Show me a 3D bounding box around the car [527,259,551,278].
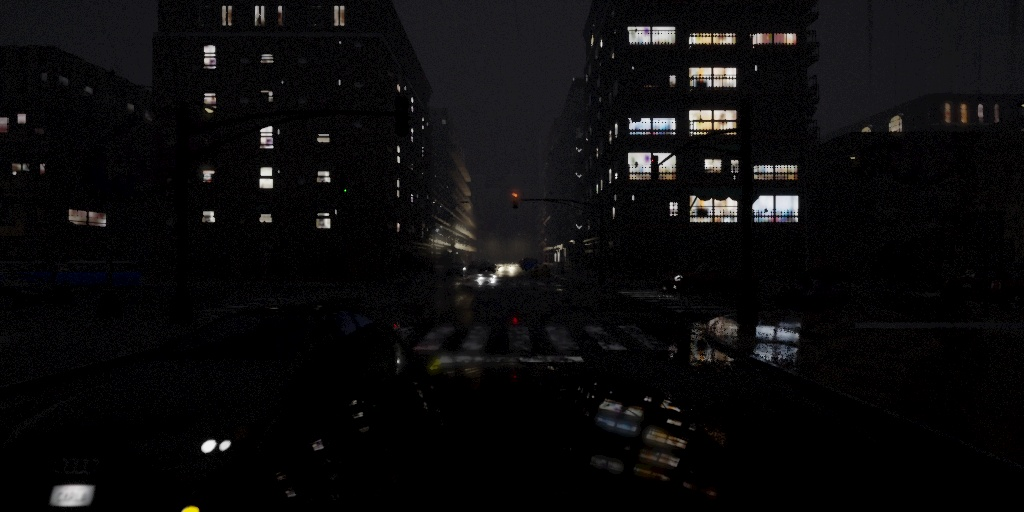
[{"bbox_3d":[2.615,1.287,33.555,1.751,1.417,4.829,0,0,0],"label":"car"}]

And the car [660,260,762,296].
[{"bbox_3d":[10.206,1.101,18.669,4.553,1.767,2.097,0,-1,1],"label":"car"}]

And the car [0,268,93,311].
[{"bbox_3d":[-19.367,1.290,13.628,4.403,1.370,2.007,0,0,1],"label":"car"}]

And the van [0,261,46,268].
[{"bbox_3d":[-30.452,1.200,21.653,3.998,1.789,1.690,0,0,1],"label":"van"}]

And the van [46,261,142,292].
[{"bbox_3d":[-24.858,1.189,21.580,3.998,1.789,1.690,0,0,1],"label":"van"}]

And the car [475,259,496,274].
[{"bbox_3d":[-2.852,1.369,41.523,1.895,1.301,4.718,0,0,0],"label":"car"}]

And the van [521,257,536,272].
[{"bbox_3d":[2.483,1.116,47.388,1.690,1.789,3.998,0,0,0],"label":"van"}]

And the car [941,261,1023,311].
[{"bbox_3d":[18.660,1.102,13.132,4.097,1.591,1.967,0,0,1],"label":"car"}]

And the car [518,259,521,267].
[{"bbox_3d":[2.436,1.096,53.041,2.192,1.841,5.009,0,0,0],"label":"car"}]

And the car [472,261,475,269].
[{"bbox_3d":[-5.444,1.363,52.963,1.802,1.307,4.207,0,0,0],"label":"car"}]

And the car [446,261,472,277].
[{"bbox_3d":[-5.531,1.315,35.990,2.007,1.370,4.403,0,0,0],"label":"car"}]

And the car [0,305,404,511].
[{"bbox_3d":[-2.756,1.315,4.237,1.994,1.385,4.181,0,0,0],"label":"car"}]
